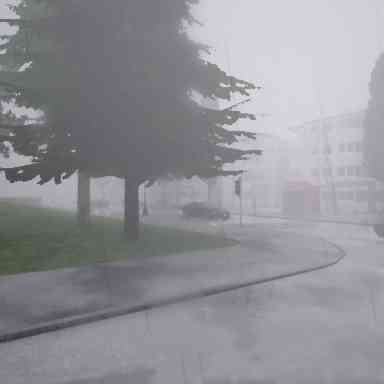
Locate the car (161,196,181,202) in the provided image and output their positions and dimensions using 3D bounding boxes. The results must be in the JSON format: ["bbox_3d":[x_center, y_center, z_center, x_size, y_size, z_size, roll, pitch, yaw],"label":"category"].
[{"bbox_3d":[-5.226,1.672,83.155,4.974,1.542,2.038,0,0,-6],"label":"car"}]

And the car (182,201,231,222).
[{"bbox_3d":[1.067,1.504,26.682,1.837,1.490,4.892,0,0,-36],"label":"car"}]

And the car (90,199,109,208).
[{"bbox_3d":[-13.287,1.600,46.907,1.895,1.301,4.718,0,0,-35],"label":"car"}]

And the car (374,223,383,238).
[{"bbox_3d":[9.295,1.600,12.778,1.895,1.301,4.718,0,0,-5],"label":"car"}]

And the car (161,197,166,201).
[{"bbox_3d":[-5.277,1.514,83.150,4.536,1.218,1.853,0,0,-6],"label":"car"}]
